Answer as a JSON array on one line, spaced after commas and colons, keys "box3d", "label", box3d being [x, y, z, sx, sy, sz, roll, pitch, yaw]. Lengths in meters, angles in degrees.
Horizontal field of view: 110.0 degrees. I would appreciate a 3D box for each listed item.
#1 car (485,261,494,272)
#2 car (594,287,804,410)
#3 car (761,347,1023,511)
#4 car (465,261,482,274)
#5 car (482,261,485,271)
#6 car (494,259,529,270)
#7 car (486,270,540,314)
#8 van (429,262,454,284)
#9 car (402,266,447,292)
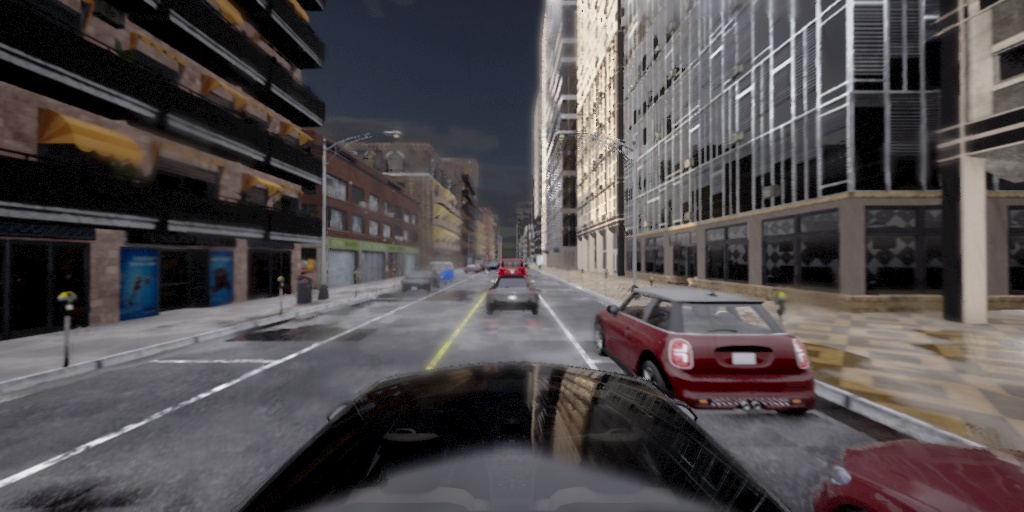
[{"box3d": [-3.058, 1.671, 59.463, 2.097, 1.767, 4.553, 0, -1, 1], "label": "car"}, {"box3d": [2.690, 1.232, 6.089, 1.967, 1.591, 4.097, 0, 0, 0], "label": "car"}, {"box3d": [2.689, 1.320, 0.442, 1.802, 1.307, 4.207, 0, 0, 0], "label": "car"}, {"box3d": [-5.692, 1.817, 51.275, 1.802, 1.307, 4.207, 0, 0, 0], "label": "car"}, {"box3d": [-5.692, 1.875, 56.924, 1.802, 1.307, 4.207, 0, 0, 0], "label": "car"}, {"box3d": [0.033, 1.230, 28.119, 2.150, 2.045, 5.566, 0, 0, 0], "label": "car"}, {"box3d": [0.047, 1.438, 14.445, 1.994, 1.385, 4.181, 0, 0, 1], "label": "car"}, {"box3d": [-5.691, 1.353, 28.683, 1.690, 1.789, 3.998, 0, 0, 0], "label": "van"}, {"box3d": [-5.692, 1.523, 23.034, 1.948, 1.339, 4.313, 0, 0, 0], "label": "car"}]
